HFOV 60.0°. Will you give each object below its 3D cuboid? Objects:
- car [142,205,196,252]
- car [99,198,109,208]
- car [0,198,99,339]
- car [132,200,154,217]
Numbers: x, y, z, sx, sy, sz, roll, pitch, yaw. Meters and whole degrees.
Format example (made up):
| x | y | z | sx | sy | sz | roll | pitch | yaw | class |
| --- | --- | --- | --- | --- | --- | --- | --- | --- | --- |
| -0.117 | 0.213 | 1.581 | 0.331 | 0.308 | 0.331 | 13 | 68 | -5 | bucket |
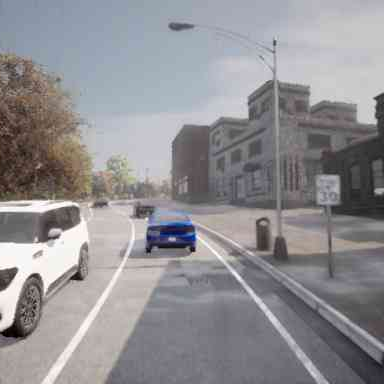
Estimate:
| x | y | z | sx | sy | sz | roll | pitch | yaw | class |
| --- | --- | --- | --- | --- | --- | --- | --- | --- | --- |
| -0.979 | 1.517 | 14.124 | 1.882 | 1.535 | 5.008 | 0 | 0 | -7 | car |
| -12.833 | 1.522 | 47.016 | 1.895 | 1.301 | 4.718 | 2 | 0 | -18 | car |
| -3.691 | 1.229 | 6.884 | 2.150 | 2.045 | 5.566 | 0 | 0 | -4 | car |
| -4.550 | 1.579 | 31.798 | 1.837 | 1.490 | 4.892 | 1 | 0 | -15 | car |
